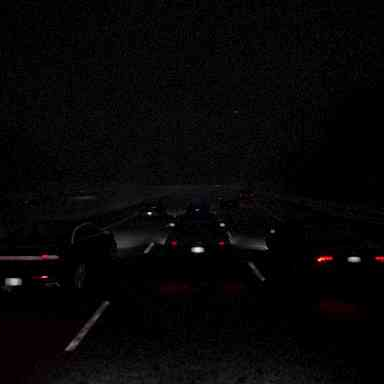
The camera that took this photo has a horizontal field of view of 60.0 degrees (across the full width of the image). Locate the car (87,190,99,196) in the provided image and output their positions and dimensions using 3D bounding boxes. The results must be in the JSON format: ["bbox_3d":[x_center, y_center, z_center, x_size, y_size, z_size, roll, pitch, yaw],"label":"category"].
[{"bbox_3d":[-22.712,0.142,77.064,1.895,1.301,4.718,0,2,2],"label":"car"}]

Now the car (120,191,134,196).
[{"bbox_3d":[-12.588,0.508,64.583,1.882,1.535,5.008,0,2,2],"label":"car"}]

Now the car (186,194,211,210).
[{"bbox_3d":[0.494,1.225,28.685,1.882,1.535,5.008,0,1,1],"label":"car"}]

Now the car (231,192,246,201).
[{"bbox_3d":[8.271,0.697,59.060,2.033,1.411,5.357,0,1,2],"label":"car"}]

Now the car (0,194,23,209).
[{"bbox_3d":[-13.848,1.186,22.406,2.097,1.767,4.553,0,1,1],"label":"car"}]

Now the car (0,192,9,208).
[{"bbox_3d":[-23.239,0.971,38.124,2.097,1.767,4.553,0,1,-1],"label":"car"}]

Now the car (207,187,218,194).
[{"bbox_3d":[5.459,0.004,82.429,1.882,1.535,5.008,0,2,2],"label":"car"}]

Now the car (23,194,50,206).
[{"bbox_3d":[-20.214,1.016,43.207,2.128,1.511,4.902,0,1,2],"label":"car"}]

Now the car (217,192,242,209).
[{"bbox_3d":[4.134,1.085,37.486,1.882,1.535,5.008,0,1,2],"label":"car"}]

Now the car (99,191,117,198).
[{"bbox_3d":[-16.055,0.525,65.509,2.128,1.511,4.902,0,2,2],"label":"car"}]

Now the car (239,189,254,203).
[{"bbox_3d":[7.869,0.596,49.431,2.150,2.045,5.566,0,1,3],"label":"car"}]

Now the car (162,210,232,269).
[{"bbox_3d":[0.177,1.519,11.010,1.994,1.385,4.181,0,0,1],"label":"car"}]

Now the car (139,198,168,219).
[{"bbox_3d":[-3.054,1.281,26.785,1.837,1.490,4.892,0,1,1],"label":"car"}]

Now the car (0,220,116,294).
[{"bbox_3d":[-3.345,1.464,8.705,2.128,1.511,4.902,0,0,0],"label":"car"}]

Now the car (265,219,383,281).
[{"bbox_3d":[3.571,1.506,9.782,2.033,1.411,5.357,0,0,1],"label":"car"}]
